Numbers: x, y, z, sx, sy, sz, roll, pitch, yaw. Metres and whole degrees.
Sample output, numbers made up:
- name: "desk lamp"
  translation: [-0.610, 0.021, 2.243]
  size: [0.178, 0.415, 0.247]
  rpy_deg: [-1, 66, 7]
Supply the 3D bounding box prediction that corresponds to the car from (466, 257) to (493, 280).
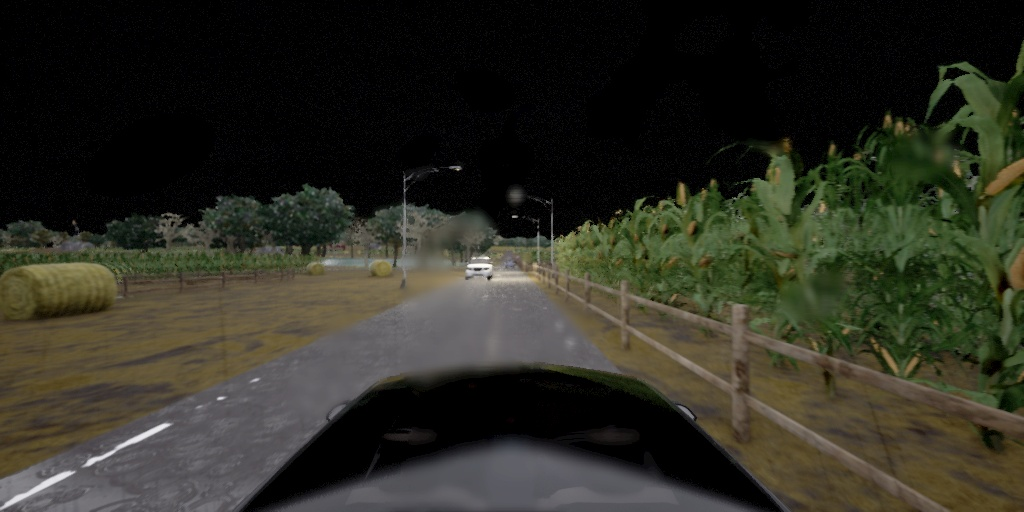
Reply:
- name: "car"
  translation: [-2.930, 1.110, 33.100]
  size: [2.150, 2.045, 5.566]
  rpy_deg: [0, 0, 0]
